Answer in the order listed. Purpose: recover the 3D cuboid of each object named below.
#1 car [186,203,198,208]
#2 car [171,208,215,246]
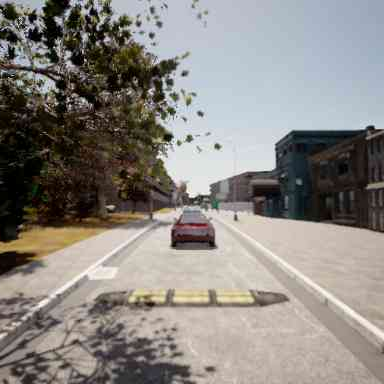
[{"bbox_3d":[-0.006,2.129,33.753,2.033,1.411,5.357,0,-2,0],"label":"car"},{"bbox_3d":[0.048,1.692,16.022,1.994,1.385,4.181,0,-1,0],"label":"car"}]
